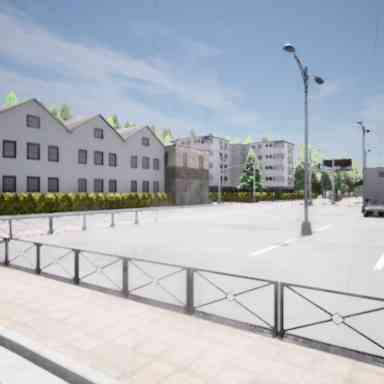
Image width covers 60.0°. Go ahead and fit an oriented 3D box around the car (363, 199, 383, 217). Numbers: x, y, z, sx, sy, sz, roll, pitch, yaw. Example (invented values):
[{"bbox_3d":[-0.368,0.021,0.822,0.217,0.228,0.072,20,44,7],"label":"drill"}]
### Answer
[{"bbox_3d":[15.188,1.298,26.976,2.007,1.523,4.514,0,0,35],"label":"car"}]
